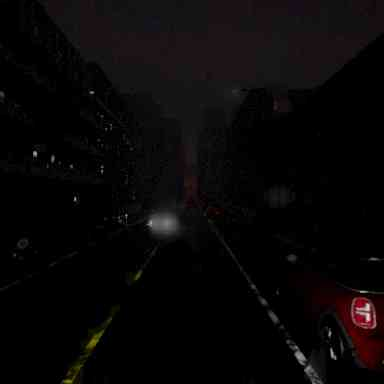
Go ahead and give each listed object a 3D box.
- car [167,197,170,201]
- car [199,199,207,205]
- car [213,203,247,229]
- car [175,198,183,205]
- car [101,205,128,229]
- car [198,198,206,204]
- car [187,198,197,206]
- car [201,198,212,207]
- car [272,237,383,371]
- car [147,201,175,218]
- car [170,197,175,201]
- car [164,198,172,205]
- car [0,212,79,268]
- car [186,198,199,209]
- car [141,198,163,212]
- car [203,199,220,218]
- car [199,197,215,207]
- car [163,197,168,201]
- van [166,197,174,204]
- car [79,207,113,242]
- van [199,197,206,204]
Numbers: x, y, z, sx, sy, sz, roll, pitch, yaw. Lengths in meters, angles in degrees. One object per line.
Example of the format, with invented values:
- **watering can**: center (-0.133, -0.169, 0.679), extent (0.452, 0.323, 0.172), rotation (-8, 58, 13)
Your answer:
- **car**: center (-5.687, 2.003, 62.649), extent (1.967, 1.590, 4.097), rotation (0, -1, 0)
- **car**: center (2.691, 2.323, 79.714), extent (1.802, 1.307, 4.206), rotation (0, -1, 0)
- **car**: center (2.696, 1.716, 22.985), extent (1.752, 1.417, 4.829), rotation (0, 0, 0)
- **car**: center (-3.003, 2.123, 74.743), extent (1.837, 1.490, 4.892), rotation (0, -1, 0)
- **car**: center (-5.684, 1.629, 22.819), extent (1.967, 1.590, 4.097), rotation (0, 0, 0)
- **car**: center (2.690, 2.412, 91.093), extent (1.887, 1.381, 4.507), rotation (0, -1, 0)
- **car**: center (-0.001, 2.045, 69.347), extent (2.033, 1.411, 5.357), rotation (0, -1, 0)
- **car**: center (2.693, 2.004, 62.646), extent (1.967, 1.590, 4.097), rotation (0, -1, 0)
- **car**: center (2.698, 1.487, 5.747), extent (1.967, 1.590, 4.097), rotation (0, 0, 0)
- **car**: center (-3.100, 1.887, 34.018), extent (1.895, 1.301, 4.718), rotation (0, -1, 0)
- **car**: center (-5.687, 1.994, 74.028), extent (2.192, 1.841, 5.009), rotation (0, -1, 0)
- **car**: center (-5.689, 2.264, 79.547), extent (1.752, 1.417, 4.829), rotation (0, -1, 0)
- **car**: center (-5.683, 1.533, 11.441), extent (1.967, 1.590, 4.097), rotation (0, 0, 0)
- **car**: center (0.008, 1.944, 52.770), extent (1.882, 1.535, 5.008), rotation (0, -1, 0)
- **car**: center (-5.685, 1.710, 45.579), extent (2.192, 1.841, 5.009), rotation (0, -1, 0)
- **car**: center (2.360, 1.757, 33.217), extent (1.882, 1.535, 5.008), rotation (0, -1, 0)
- **car**: center (2.695, 1.765, 51.268), extent (2.192, 1.841, 5.009), rotation (0, -1, 0)
- **car**: center (-5.687, 2.057, 56.957), extent (2.008, 1.369, 4.403), rotation (0, -1, 0)
- **van**: center (-5.688, 2.144, 85.406), extent (1.690, 1.788, 3.998), rotation (0, -1, 0)
- **car**: center (-5.685, 1.685, 17.129), extent (1.887, 1.381, 4.507), rotation (0, 0, 0)
- **van**: center (2.692, 2.144, 85.405), extent (1.690, 1.788, 3.998), rotation (0, -1, 0)
